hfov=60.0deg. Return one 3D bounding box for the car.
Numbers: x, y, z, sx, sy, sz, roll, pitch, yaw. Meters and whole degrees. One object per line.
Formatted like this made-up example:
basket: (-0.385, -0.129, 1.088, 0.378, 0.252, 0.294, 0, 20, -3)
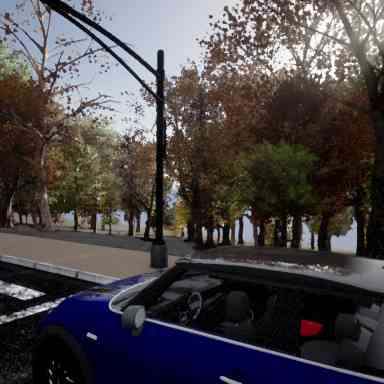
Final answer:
car: (0.418, 1.352, 3.358, 4.553, 1.767, 2.097, 0, 0, 34)
